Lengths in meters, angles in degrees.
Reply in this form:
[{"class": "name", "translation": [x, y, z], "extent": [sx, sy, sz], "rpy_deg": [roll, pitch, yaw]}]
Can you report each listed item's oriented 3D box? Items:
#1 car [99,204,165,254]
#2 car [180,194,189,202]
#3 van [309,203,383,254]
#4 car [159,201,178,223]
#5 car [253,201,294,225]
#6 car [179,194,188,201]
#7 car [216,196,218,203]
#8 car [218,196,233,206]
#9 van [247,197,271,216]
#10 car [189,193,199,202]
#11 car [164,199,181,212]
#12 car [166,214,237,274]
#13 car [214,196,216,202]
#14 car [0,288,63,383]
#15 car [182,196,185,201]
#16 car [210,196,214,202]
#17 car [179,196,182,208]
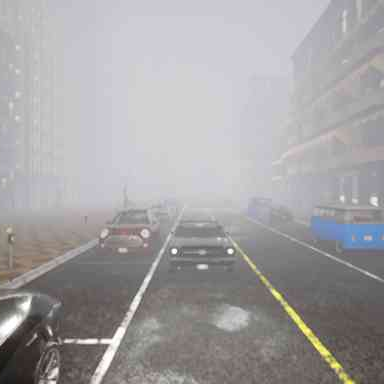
[{"class": "car", "translation": [-2.337, 1.449, 13.254], "extent": [1.967, 1.590, 4.097], "rpy_deg": [0, 0, 0]}, {"class": "car", "translation": [-2.338, 1.684, 79.528], "extent": [1.947, 1.339, 4.313], "rpy_deg": [0, 0, 0]}, {"class": "van", "translation": [6.044, 1.354, 13.254], "extent": [1.690, 1.788, 3.998], "rpy_deg": [0, 0, 0]}, {"class": "car", "translation": [-2.337, 1.572, 24.298], "extent": [2.008, 1.369, 4.403], "rpy_deg": [0, 0, 0]}, {"class": "car", "translation": [6.044, 1.570, 24.298], "extent": [1.887, 1.381, 4.507], "rpy_deg": [0, 0, 0]}, {"class": "car", "translation": [-2.340, 1.459, 90.574], "extent": [2.192, 1.841, 5.009], "rpy_deg": [0, 0, 0]}, {"class": "car", "translation": [6.043, 1.611, 63.128], "extent": [1.752, 1.417, 4.829], "rpy_deg": [0, 0, 0]}, {"class": "car", "translation": [6.043, 1.640, 57.436], "extent": [1.947, 1.339, 4.313], "rpy_deg": [0, 0, 0]}, {"class": "van", "translation": [6.044, 1.374, 29.821], "extent": [1.690, 1.788, 3.998], "rpy_deg": [0, 0, 0]}, {"class": "car", "translation": [0.356, 1.346, 80.981], "extent": [2.150, 2.045, 5.566], "rpy_deg": [0, 0, 0]}, {"class": "car", "translation": [-2.337, 1.580, 29.822], "extent": [2.008, 1.369, 4.403], "rpy_deg": [0, 0, 0]}, {"class": "car", "translation": [0.259, 1.608, 10.715], "extent": [1.895, 1.301, 4.718], "rpy_deg": [0, 0, 0]}, {"class": "car", "translation": [6.042, 1.623, 68.652], "extent": [1.752, 1.417, 4.829], "rpy_deg": [0, 0, 0]}, {"class": "car", "translation": [-2.336, 1.566, 2.208], "extent": [1.947, 1.339, 4.313], "rpy_deg": [0, 0, 0]}, {"class": "car", "translation": [-2.337, 1.617, 46.391], "extent": [1.947, 1.339, 4.313], "rpy_deg": [0, 0, 0]}, {"class": "car", "translation": [6.042, 1.667, 79.528], "extent": [1.887, 1.381, 4.507], "rpy_deg": [0, 0, 0]}, {"class": "car", "translation": [-2.337, 1.476, 35.345], "extent": [1.967, 1.590, 4.097], "rpy_deg": [0, 0, 0]}]
